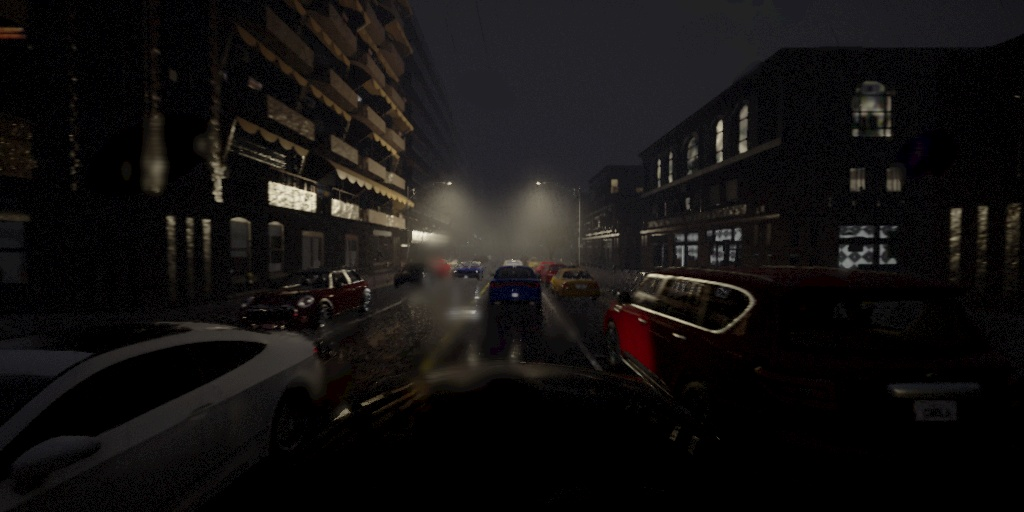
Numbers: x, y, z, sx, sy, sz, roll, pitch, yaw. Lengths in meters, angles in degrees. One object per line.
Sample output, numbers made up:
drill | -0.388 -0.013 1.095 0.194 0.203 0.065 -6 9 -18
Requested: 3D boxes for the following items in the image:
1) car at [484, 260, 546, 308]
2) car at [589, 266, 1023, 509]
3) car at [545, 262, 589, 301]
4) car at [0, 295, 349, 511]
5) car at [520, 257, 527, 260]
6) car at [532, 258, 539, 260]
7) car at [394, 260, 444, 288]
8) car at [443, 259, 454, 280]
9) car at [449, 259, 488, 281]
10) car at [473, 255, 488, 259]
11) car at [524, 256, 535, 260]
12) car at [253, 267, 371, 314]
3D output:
car | 0.101 1.094 14.324 1.882 1.535 5.008 0 1 0
car | 2.690 1.033 4.662 2.192 1.841 5.009 0 0 0
car | 2.692 1.124 16.186 1.751 1.417 4.829 0 0 0
car | -3.055 1.270 2.266 1.812 1.442 4.674 0 0 1
car | 0.105 1.025 32.603 1.895 1.301 4.718 0 1 0
car | 2.693 1.061 27.370 1.802 1.307 4.207 0 0 0
car | -5.688 1.105 21.722 1.948 1.339 4.313 0 0 0
car | -5.688 1.024 27.399 1.888 1.381 4.507 0 0 0
car | -3.092 1.091 26.367 1.895 1.301 4.718 0 1 0
car | -5.683 0.671 61.462 1.888 1.381 4.507 0 0 0
car | 2.696 0.827 44.571 1.751 1.417 4.829 0 0 0
car | -5.696 1.098 10.368 1.967 1.591 4.097 0 0 0
